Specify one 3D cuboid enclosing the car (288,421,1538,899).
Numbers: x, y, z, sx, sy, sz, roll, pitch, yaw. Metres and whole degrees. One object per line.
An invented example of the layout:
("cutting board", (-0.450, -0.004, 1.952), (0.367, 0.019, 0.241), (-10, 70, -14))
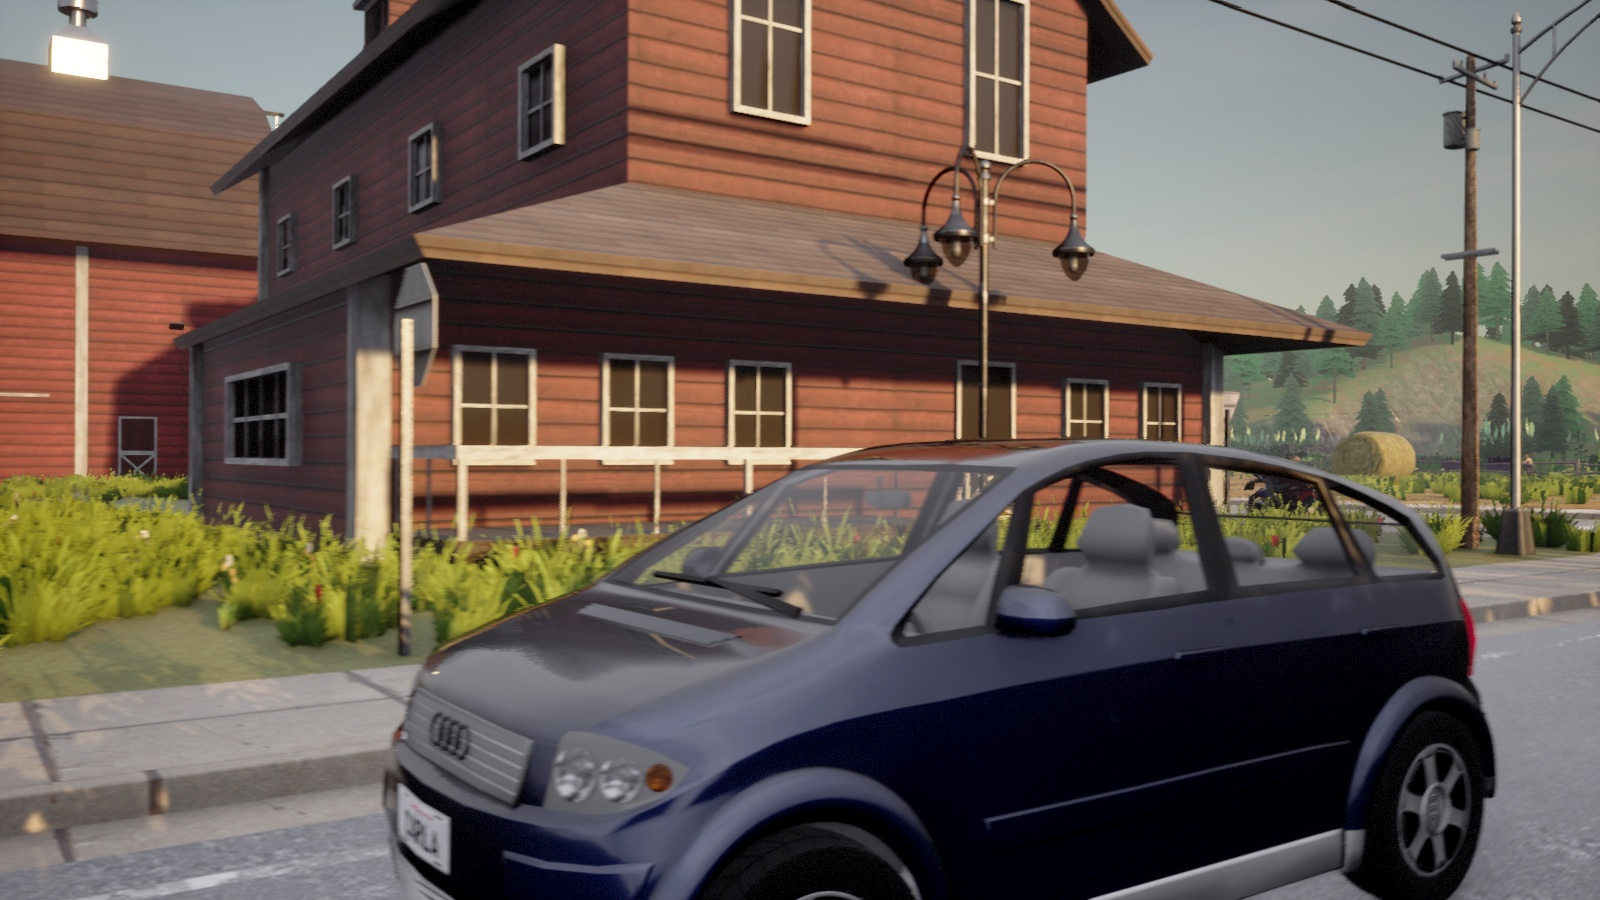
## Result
("car", (0.527, 0.739, 4.026), (3.705, 1.549, 1.789), (0, 0, -35))
